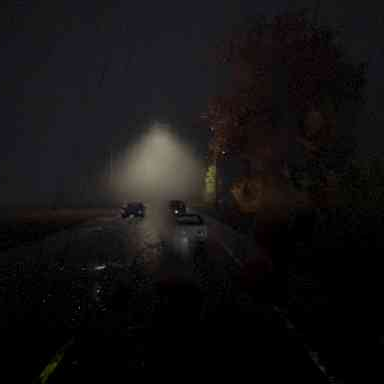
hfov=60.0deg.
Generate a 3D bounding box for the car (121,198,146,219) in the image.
[{"bbox_3d":[-5.101,1.562,29.585,2.033,1.411,5.357,0,0,-5],"label":"car"}]

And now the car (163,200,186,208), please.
[{"bbox_3d":[-1.636,1.521,32.071,1.837,1.490,4.892,0,0,-5],"label":"car"}]

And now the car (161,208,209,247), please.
[{"bbox_3d":[-0.382,1.606,14.996,1.895,1.301,4.718,0,0,-3],"label":"car"}]
